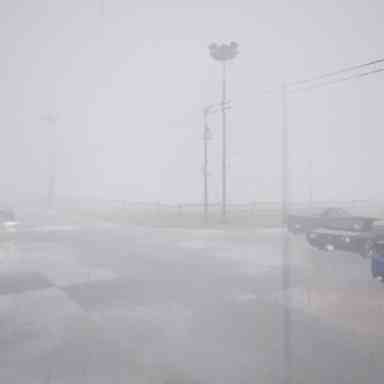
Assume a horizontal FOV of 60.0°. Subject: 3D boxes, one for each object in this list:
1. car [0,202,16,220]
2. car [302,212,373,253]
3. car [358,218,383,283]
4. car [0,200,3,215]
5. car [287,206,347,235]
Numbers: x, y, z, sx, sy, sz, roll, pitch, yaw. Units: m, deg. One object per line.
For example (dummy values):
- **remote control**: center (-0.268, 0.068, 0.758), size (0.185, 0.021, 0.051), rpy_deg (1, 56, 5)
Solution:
- **car**: center (-15.682, 1.525, 27.015), size (1.812, 1.442, 4.674), rpy_deg (0, 0, -36)
- **car**: center (6.554, 1.603, 12.717), size (4.718, 1.301, 1.895), rpy_deg (0, 0, -36)
- **car**: center (6.459, 1.479, 8.352), size (5.008, 1.535, 1.882), rpy_deg (0, 0, -36)
- **car**: center (-21.286, 1.546, 34.790), size (2.033, 1.411, 5.357), rpy_deg (0, 0, -36)
- **car**: center (7.080, 1.480, 17.394), size (5.008, 1.535, 1.882), rpy_deg (0, 0, -35)
